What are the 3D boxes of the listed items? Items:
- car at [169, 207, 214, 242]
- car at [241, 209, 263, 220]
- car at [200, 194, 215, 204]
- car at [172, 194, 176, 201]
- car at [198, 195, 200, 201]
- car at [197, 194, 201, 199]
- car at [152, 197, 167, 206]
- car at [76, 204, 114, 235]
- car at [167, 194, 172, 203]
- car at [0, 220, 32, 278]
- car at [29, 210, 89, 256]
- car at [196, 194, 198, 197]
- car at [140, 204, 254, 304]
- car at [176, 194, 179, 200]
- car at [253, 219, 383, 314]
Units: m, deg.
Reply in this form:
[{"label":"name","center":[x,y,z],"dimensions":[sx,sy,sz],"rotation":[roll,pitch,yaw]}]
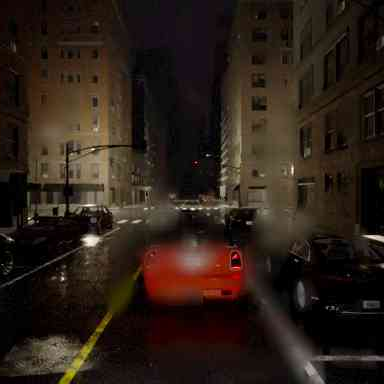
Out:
[{"label":"car","center":[-0.016,1.565,16.975],"dimensions":[1.994,1.385,4.181],"rotation":[0,0,0]},{"label":"car","center":[2.834,1.567,18.463],"dimensions":[1.947,1.339,4.313],"rotation":[0,0,0]},{"label":"car","center":[2.822,1.477,55.553],"dimensions":[1.967,1.590,4.097],"rotation":[0,0,0]},{"label":"car","center":[-5.687,1.627,82.428],"dimensions":[1.752,1.417,4.829],"rotation":[0,0,0]},{"label":"car","center":[2.829,1.607,66.371],"dimensions":[2.008,1.369,4.403],"rotation":[0,0,0]},{"label":"car","center":[2.834,1.525,77.189],"dimensions":[1.967,1.590,4.097],"rotation":[0,0,0]},{"label":"car","center":[-5.703,1.618,55.556],"dimensions":[1.802,1.307,4.206],"rotation":[0,0,0]},{"label":"car","center":[-5.692,1.441,18.453],"dimensions":[1.967,1.590,4.097],"rotation":[0,0,0]},{"label":"car","center":[-5.696,1.607,66.372],"dimensions":[2.008,1.369,4.403],"rotation":[0,0,0]},{"label":"car","center":[-5.678,1.566,7.450],"dimensions":[1.947,1.339,4.313],"rotation":[0,0,0]},{"label":"car","center":[-5.685,1.582,12.951],"dimensions":[1.802,1.307,4.206],"rotation":[0,0,0]},{"label":"car","center":[2.840,1.561,88.007],"dimensions":[1.967,1.590,4.097],"rotation":[0,0,0]},{"label":"car","center":[0.053,1.352,8.322],"dimensions":[2.097,1.767,4.553],"rotation":[0,0,0]},{"label":"car","center":[-5.682,1.458,93.416],"dimensions":[2.192,1.841,5.009],"rotation":[0,0,0]},{"label":"car","center":[2.847,1.551,7.460],"dimensions":[2.008,1.369,4.403],"rotation":[0,0,0]}]
